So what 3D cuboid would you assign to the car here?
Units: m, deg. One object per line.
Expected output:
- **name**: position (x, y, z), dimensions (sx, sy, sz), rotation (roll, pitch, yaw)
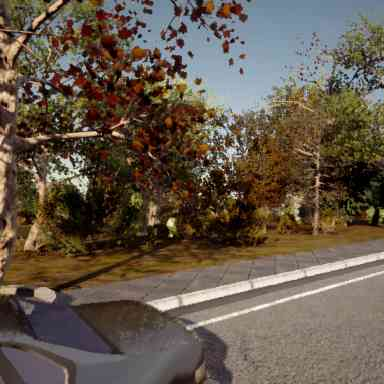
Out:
- **car**: position (-2.315, 1.546, 2.035), dimensions (5.357, 1.411, 2.033), rotation (0, 0, -35)
